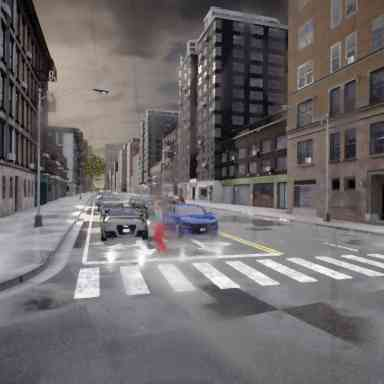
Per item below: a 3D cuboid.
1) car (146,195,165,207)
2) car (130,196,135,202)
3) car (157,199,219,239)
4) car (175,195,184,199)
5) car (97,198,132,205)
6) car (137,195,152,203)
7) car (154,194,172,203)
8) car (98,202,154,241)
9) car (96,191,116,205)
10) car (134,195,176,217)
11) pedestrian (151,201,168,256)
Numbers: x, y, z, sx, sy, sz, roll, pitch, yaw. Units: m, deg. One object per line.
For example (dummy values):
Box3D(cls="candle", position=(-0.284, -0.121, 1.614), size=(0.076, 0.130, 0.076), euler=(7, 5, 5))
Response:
Box3D(cls="car", position=(-5.200, 1.161, 46.364), size=(1.837, 1.490, 4.892), euler=(1, 0, -16))
Box3D(cls="car", position=(-5.893, 1.204, 36.529), size=(1.837, 1.490, 4.892), euler=(1, 0, -16))
Box3D(cls="car", position=(-0.220, 1.337, 16.797), size=(1.882, 1.535, 5.008), euler=(1, 0, -16))
Box3D(cls="car", position=(-2.166, 1.212, 47.536), size=(1.812, 1.442, 4.674), euler=(1, 0, -15))
Box3D(cls="car", position=(-5.684, 1.363, 24.022), size=(1.895, 1.301, 4.718), euler=(1, 0, -16))
Box3D(cls="car", position=(-8.122, 1.168, 56.326), size=(1.895, 1.301, 4.718), euler=(1, 0, -16))
Box3D(cls="car", position=(-4.991, 1.147, 57.196), size=(2.033, 1.411, 5.357), euler=(1, 0, -16))
Box3D(cls="car", position=(-3.260, 1.393, 15.599), size=(1.994, 1.385, 4.181), euler=(1, 0, -16))
Box3D(cls="car", position=(-8.448, 1.035, 33.660), size=(2.097, 1.767, 4.553), euler=(1, 0, -16))
Box3D(cls="car", position=(-3.062, 1.272, 26.658), size=(2.128, 1.511, 4.902), euler=(1, 0, -16))
Box3D(cls="pedestrian", position=(-1.067, 1.168, 10.947), size=(0.375, 1.860, 0.375), euler=(1, 0, -16))
